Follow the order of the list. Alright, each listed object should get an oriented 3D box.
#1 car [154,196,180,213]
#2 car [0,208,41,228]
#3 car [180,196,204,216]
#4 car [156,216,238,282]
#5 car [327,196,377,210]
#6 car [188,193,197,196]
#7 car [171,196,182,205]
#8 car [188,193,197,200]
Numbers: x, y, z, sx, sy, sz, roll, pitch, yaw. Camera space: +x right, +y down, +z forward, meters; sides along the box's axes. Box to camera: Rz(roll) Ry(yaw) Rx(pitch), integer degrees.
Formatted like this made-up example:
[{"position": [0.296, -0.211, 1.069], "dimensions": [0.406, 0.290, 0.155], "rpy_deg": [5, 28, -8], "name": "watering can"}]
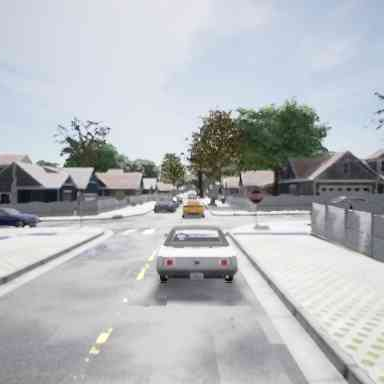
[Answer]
[{"position": [-2.878, 1.293, 36.412], "dimensions": [2.097, 1.767, 4.553], "rpy_deg": [0, 0, 2], "name": "car"}, {"position": [-13.013, 1.813, 23.104], "dimensions": [4.674, 1.442, 1.812], "rpy_deg": [-2, 0, 2], "name": "car"}, {"position": [0.123, 1.426, 30.827], "dimensions": [1.882, 1.535, 5.008], "rpy_deg": [0, 0, 0], "name": "car"}, {"position": [0.115, 1.596, 9.687], "dimensions": [1.895, 1.301, 4.718], "rpy_deg": [0, 0, 0], "name": "car"}, {"position": [12.038, 1.074, 26.273], "dimensions": [4.902, 1.511, 2.128], "rpy_deg": [-2, 0, 0], "name": "car"}, {"position": [0.089, 1.373, 68.143], "dimensions": [2.128, 1.511, 4.902], "rpy_deg": [0, 0, 0], "name": "car"}, {"position": [-2.720, 1.419, 59.592], "dimensions": [1.812, 1.442, 4.674], "rpy_deg": [0, 1, -1], "name": "car"}, {"position": [0.102, 1.050, 78.533], "dimensions": [2.097, 1.767, 4.553], "rpy_deg": [0, 0, 0], "name": "car"}]
